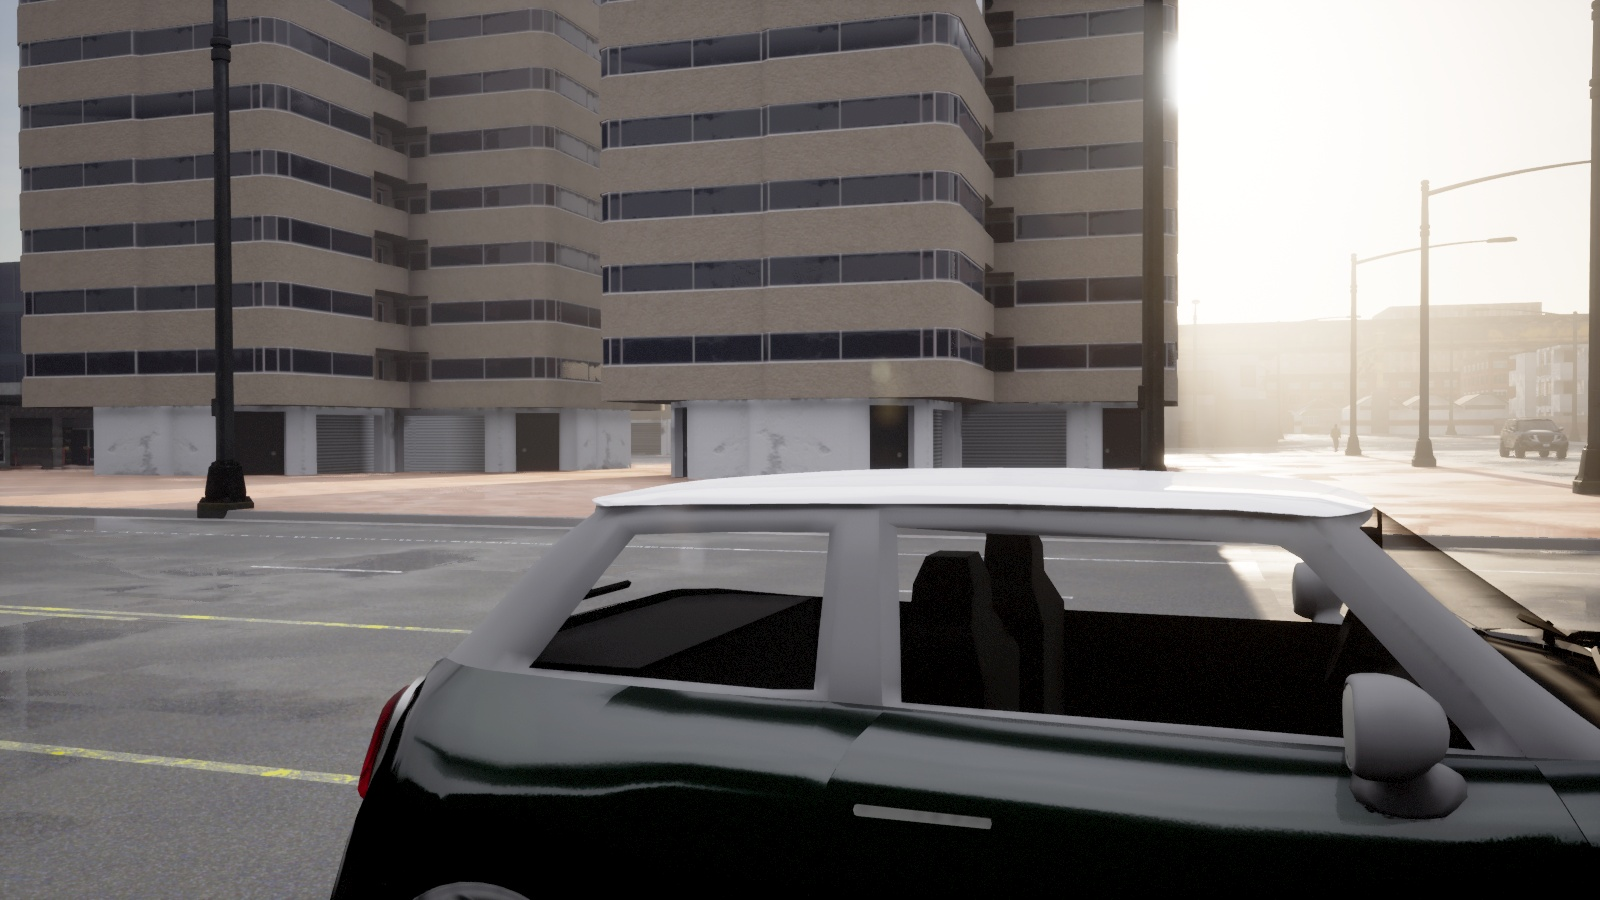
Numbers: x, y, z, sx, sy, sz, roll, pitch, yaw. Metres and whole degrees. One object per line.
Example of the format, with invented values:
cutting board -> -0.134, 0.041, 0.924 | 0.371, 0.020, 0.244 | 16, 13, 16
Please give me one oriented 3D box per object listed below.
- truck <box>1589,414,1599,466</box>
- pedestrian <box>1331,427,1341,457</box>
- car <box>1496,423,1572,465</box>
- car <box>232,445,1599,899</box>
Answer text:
truck -> 39.341, -0.458, 59.051 | 2.627, 2.467, 5.204 | 1, 1, 18
pedestrian -> 33.538, -0.520, 78.523 | 0.431, 1.840, 0.709 | 0, 1, 13
car -> 37.443, -0.343, 64.191 | 2.150, 2.045, 5.566 | 1, 1, 18
car -> 0.941, 0.749, 2.925 | 3.806, 1.475, 1.970 | 1, 1, 19
